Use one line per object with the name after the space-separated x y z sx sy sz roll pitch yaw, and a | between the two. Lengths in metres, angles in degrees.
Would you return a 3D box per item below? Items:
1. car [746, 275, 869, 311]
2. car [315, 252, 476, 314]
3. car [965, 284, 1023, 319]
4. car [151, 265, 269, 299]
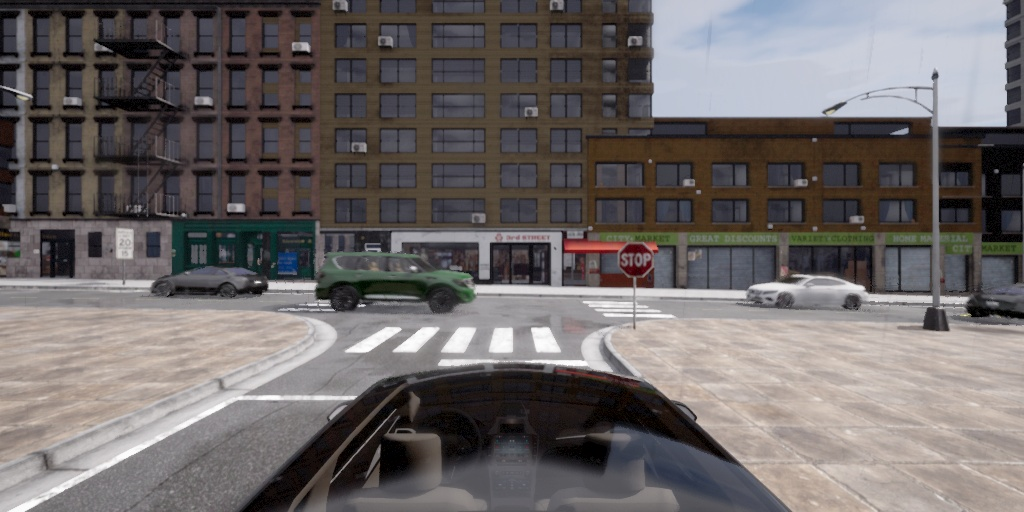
13.070 1.562 15.979 4.674 1.442 1.812 1 0 0 | car
-4.099 0.905 13.033 5.566 2.045 2.150 1 0 0 | car
19.460 1.748 13.025 4.181 1.385 1.994 1 0 0 | car
-13.342 1.107 15.991 4.181 1.385 1.994 1 0 0 | car
